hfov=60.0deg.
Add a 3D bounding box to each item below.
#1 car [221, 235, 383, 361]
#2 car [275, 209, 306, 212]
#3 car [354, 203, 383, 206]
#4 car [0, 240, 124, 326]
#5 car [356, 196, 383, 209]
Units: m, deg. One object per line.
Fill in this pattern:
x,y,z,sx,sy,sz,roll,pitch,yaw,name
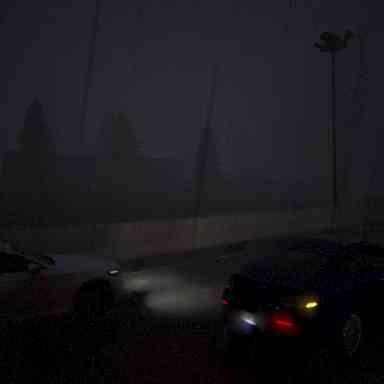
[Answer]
2.555,1.500,5.890,4.674,1.442,1.812,0,0,-39,car
10.639,1.365,35.741,4.902,1.511,2.128,-1,0,-40,car
16.979,1.382,31.926,4.181,1.385,1.994,-1,0,-40,car
-3.492,1.556,5.705,4.674,1.442,1.812,-1,0,-36,car
22.459,1.254,41.064,4.902,1.511,2.128,0,0,-40,car
